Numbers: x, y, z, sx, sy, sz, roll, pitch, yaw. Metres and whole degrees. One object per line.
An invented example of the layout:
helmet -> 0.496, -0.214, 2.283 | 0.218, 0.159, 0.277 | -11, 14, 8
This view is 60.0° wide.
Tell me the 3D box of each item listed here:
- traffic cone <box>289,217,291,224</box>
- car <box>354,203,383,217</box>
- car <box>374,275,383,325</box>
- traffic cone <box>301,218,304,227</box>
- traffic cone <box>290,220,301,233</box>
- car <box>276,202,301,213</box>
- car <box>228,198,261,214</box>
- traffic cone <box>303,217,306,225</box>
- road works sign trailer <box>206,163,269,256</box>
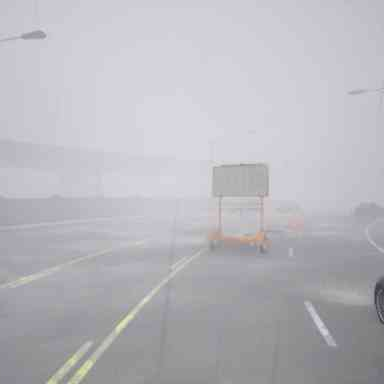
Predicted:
traffic cone -> 7.646, 2.209, 25.872 | 0.340, 0.580, 0.340 | -1, -1, 23
car -> 18.348, 1.836, 34.410 | 2.033, 1.411, 5.357 | -1, -1, 41
car -> 3.985, 1.575, 4.093 | 1.812, 1.442, 4.674 | -1, -1, 7
traffic cone -> 6.996, 2.163, 21.800 | 0.340, 0.580, 0.340 | -1, -1, 23
traffic cone -> 6.212, 2.147, 19.962 | 0.340, 0.580, 0.340 | -1, -1, 23
car -> 12.887, 2.018, 44.078 | 1.812, 1.442, 4.674 | -1, -1, 42
car -> 6.787, 1.732, 42.373 | 2.150, 2.045, 5.566 | -1, -1, 39
traffic cone -> 7.781, 2.180, 23.640 | 0.340, 0.580, 0.340 | -1, -1, 23
road works sign trailer -> 2.102, 0.605, 14.120 | 2.380, 3.560, 2.880 | 0, -1, 23
